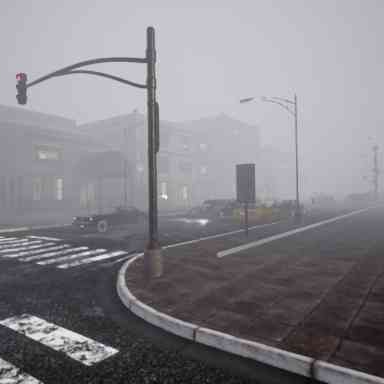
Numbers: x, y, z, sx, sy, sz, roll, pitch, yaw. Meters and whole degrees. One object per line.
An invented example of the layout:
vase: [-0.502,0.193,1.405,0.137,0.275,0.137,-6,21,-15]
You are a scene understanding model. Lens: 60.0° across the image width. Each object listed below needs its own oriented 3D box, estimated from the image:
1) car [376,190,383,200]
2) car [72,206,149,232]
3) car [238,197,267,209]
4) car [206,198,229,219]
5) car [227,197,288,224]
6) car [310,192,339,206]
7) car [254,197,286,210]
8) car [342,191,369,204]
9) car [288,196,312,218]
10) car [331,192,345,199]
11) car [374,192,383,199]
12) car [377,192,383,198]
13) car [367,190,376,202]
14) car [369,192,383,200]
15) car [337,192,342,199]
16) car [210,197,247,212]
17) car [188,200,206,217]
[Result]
car: [33.621,0.570,61.946,2.192,1.841,5.009,-1,0,36]
car: [-4.526,1.489,19.411,1.895,1.301,4.718,-1,0,37]
car: [7.316,1.293,40.039,1.802,1.307,4.206,-1,0,36]
car: [3.484,1.235,24.957,2.128,1.511,4.902,-1,0,36]
car: [4.420,1.242,21.823,1.752,1.417,4.829,-1,0,36]
car: [17.871,1.080,44.777,1.994,1.385,4.181,-1,0,37]
car: [8.915,1.273,37.833,1.895,1.301,4.718,-1,0,35]
car: [22.899,0.898,46.460,1.882,1.535,5.008,-1,0,36]
car: [7.576,1.217,26.159,2.008,1.369,4.403,-1,0,36]
car: [33.362,0.743,75.826,1.967,1.590,4.097,-1,0,36]
car: [40.136,0.720,70.893,1.947,1.339,4.313,-1,0,36]
car: [43.217,0.652,75.115,1.887,1.381,4.507,-1,0,36]
car: [27.023,0.860,52.117,1.837,1.490,4.892,-1,0,36]
car: [36.880,0.770,66.420,1.947,1.339,4.313,-1,0,36]
car: [30.107,0.935,71.353,1.802,1.307,4.206,-1,0,36]
car: [3.960,1.290,35.428,1.752,1.417,4.829,-1,0,36]
car: [1.576,1.315,27.752,1.812,1.442,4.674,-1,0,36]
